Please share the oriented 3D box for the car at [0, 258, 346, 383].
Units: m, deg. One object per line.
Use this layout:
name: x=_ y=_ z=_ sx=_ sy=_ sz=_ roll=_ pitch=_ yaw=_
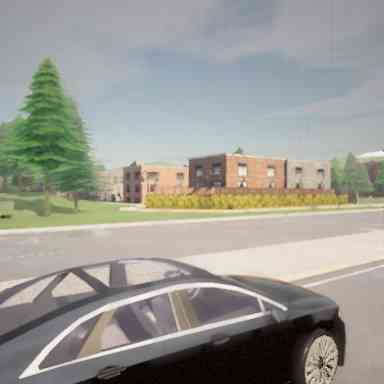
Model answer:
car: x=-0.296 y=1.495 z=3.532 sx=4.902 sy=1.511 sz=2.128 roll=0 pitch=0 yaw=-36
